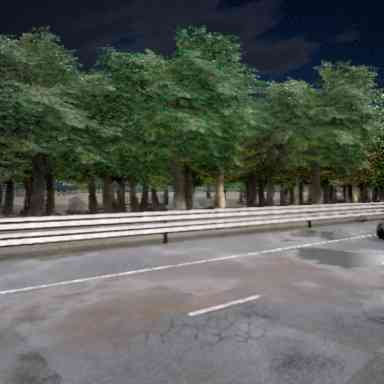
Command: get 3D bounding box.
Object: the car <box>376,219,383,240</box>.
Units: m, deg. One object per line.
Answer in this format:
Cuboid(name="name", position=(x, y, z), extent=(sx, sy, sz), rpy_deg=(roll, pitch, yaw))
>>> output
Cuboid(name="car", position=(10.443, 1.508, 15.514), extent=(4.181, 1.385, 1.994), rpy_deg=(0, 0, -35))
